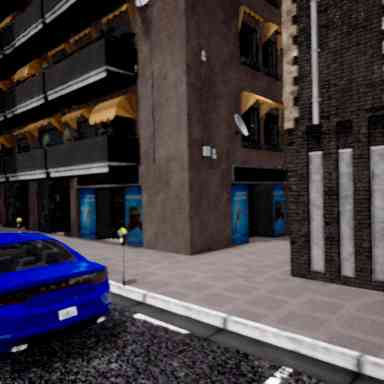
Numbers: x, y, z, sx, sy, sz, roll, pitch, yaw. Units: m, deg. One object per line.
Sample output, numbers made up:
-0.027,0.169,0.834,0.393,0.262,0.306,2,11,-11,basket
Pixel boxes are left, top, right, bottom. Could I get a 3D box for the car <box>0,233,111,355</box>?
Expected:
-3.513,1.498,6.116,5.008,1.535,1.882,-1,1,42,car
